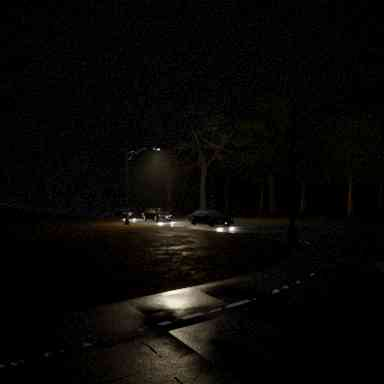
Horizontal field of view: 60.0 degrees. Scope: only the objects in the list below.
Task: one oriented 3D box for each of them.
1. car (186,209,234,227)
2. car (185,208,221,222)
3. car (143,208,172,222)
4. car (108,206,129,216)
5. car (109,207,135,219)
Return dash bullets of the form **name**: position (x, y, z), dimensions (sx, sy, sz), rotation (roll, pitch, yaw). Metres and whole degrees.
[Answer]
- **car**: position (1.478, 2.282, 29.669), dimensions (2.033, 1.411, 5.357), rotation (0, -2, -30)
- **car**: position (1.130, 2.543, 36.903), dimensions (1.994, 1.385, 4.181), rotation (1, -2, -33)
- **car**: position (-4.029, 2.579, 38.028), dimensions (1.837, 1.490, 4.892), rotation (1, -2, -33)
- **car**: position (-12.933, 3.280, 58.193), dimensions (2.128, 1.511, 4.902), rotation (1, -2, -33)
- **car**: position (-9.615, 2.896, 46.562), dimensions (2.128, 1.511, 4.902), rotation (1, -2, -33)
